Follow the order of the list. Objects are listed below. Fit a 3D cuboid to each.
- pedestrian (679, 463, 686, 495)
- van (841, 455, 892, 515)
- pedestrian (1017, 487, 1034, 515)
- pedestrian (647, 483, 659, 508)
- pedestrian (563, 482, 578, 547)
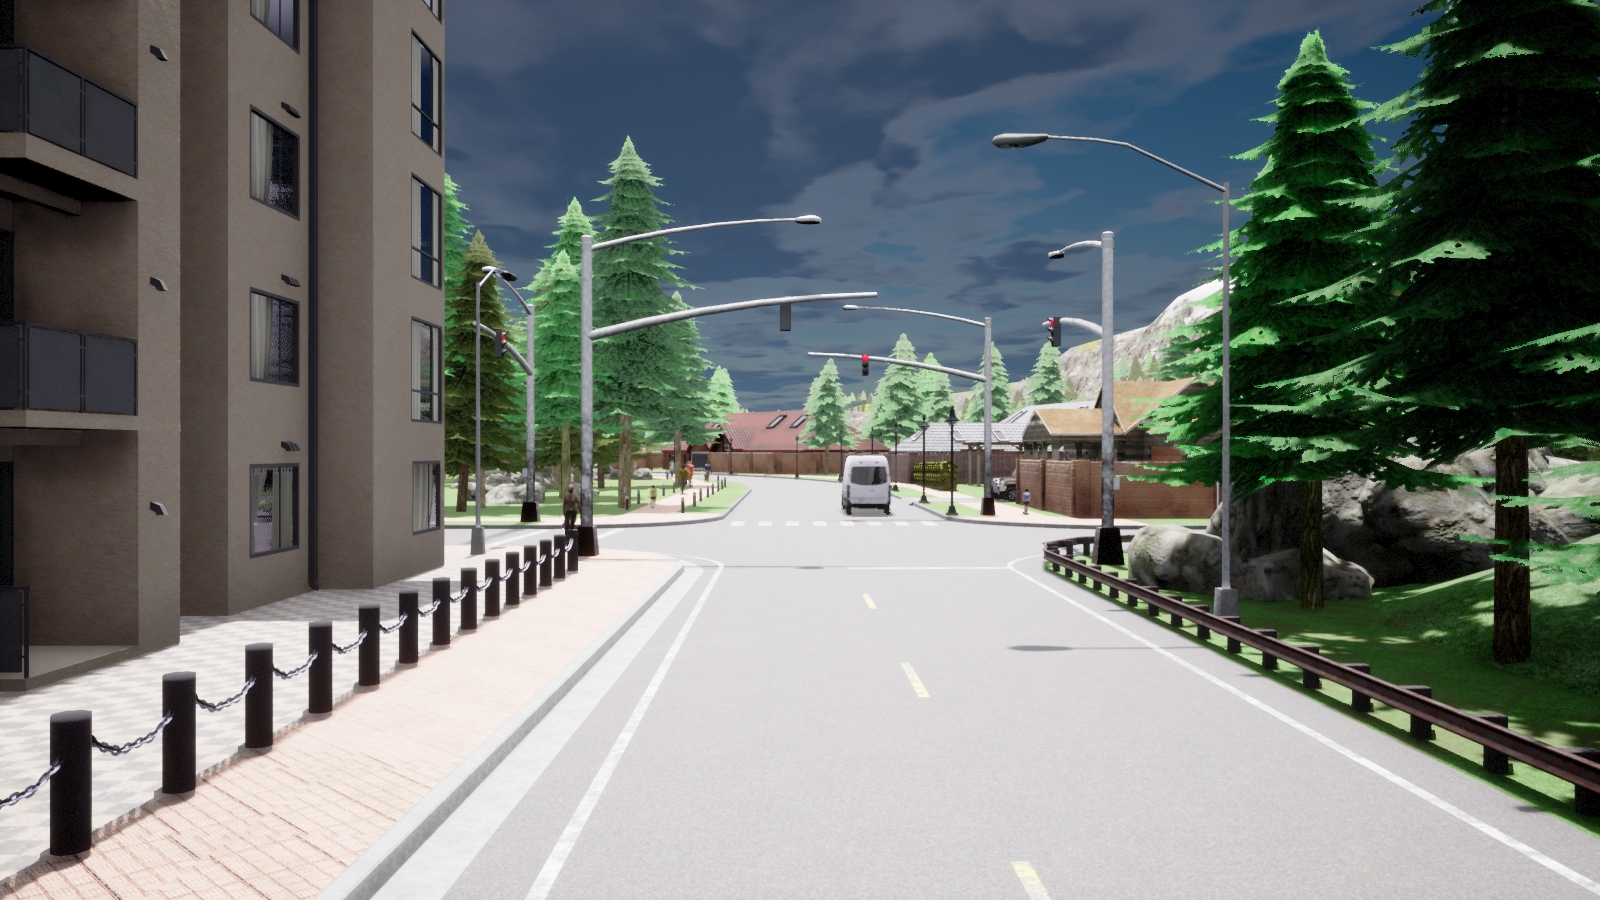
[{"bbox_3d":[-6.879,1.704,67.083,0.375,1.860,0.375,0,0,-1],"label":"pedestrian"},{"bbox_3d":[2.964,1.533,52.107,1.988,2.561,5.915,0,0,0],"label":"van"},{"bbox_3d":[9.219,2.077,46.697,0.500,1.100,0.500,0,0,33],"label":"pedestrian"},{"bbox_3d":[-6.709,2.075,52.078,0.500,1.100,0.500,0,0,-11],"label":"pedestrian"},{"bbox_3d":[-6.647,1.850,33.085,0.375,1.860,0.375,0,0,-5],"label":"pedestrian"}]
